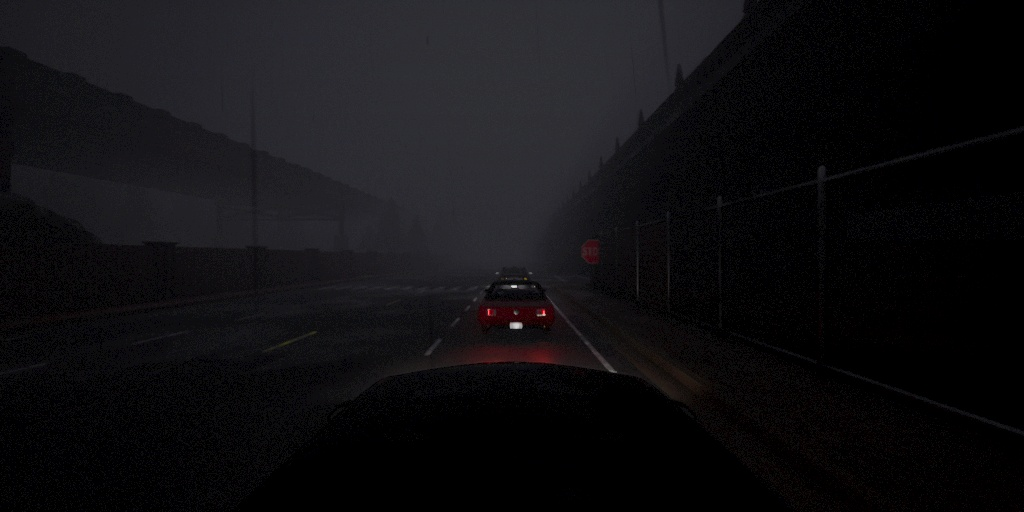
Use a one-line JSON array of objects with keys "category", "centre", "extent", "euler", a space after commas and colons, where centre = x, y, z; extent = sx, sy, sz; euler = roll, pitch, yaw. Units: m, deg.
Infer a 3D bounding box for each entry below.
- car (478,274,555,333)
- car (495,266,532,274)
[{"category": "car", "centre": [0.103, 1.392, 10.829], "extent": [1.895, 1.301, 4.718], "euler": [0, 0, 0]}, {"category": "car", "centre": [0.116, 1.342, 20.910], "extent": [1.837, 1.490, 4.892], "euler": [0, 0, 0]}]
